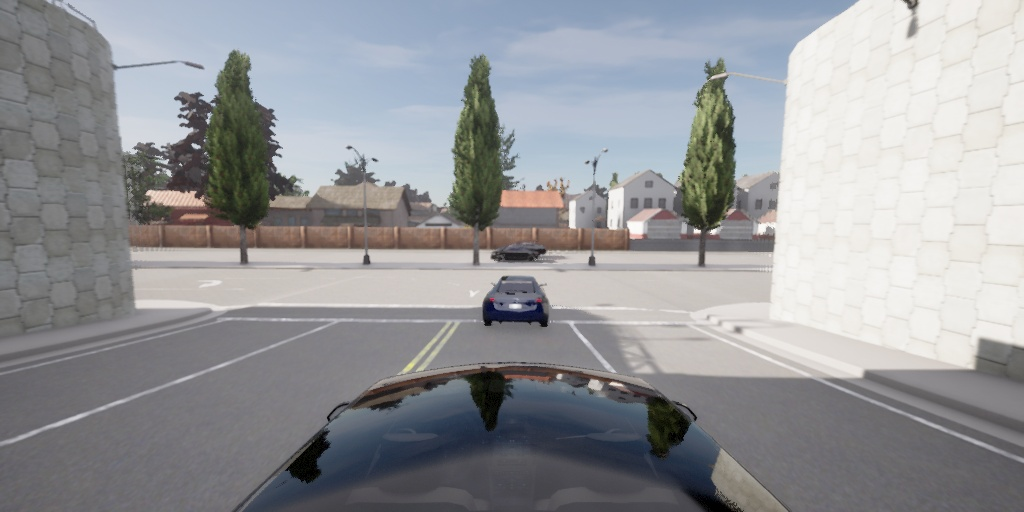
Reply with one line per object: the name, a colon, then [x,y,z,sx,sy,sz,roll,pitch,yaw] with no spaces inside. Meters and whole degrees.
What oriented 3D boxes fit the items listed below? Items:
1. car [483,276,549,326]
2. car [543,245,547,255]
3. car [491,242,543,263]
car: [0.214,1.339,12.006,1.994,1.385,4.181,1,1,3]
car: [0.907,-0.610,34.539,4.902,1.511,2.128,0,5,-1]
car: [0.232,-0.209,31.048,4.181,1.385,1.994,0,5,-1]
